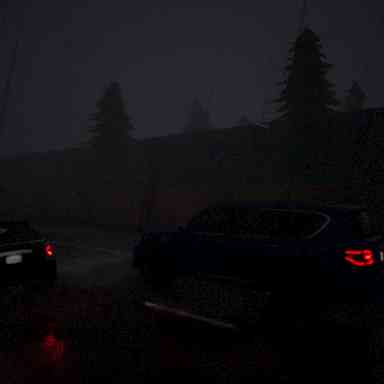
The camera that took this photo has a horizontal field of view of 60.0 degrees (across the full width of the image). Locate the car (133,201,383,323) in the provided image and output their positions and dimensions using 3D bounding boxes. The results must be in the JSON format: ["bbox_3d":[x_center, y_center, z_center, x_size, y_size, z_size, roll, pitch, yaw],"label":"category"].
[{"bbox_3d":[1.187,1.220,7.463,5.566,2.045,2.150,0,0,36],"label":"car"}]

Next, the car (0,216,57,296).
[{"bbox_3d":[-5.216,1.337,7.759,4.553,1.767,2.097,0,0,36],"label":"car"}]
